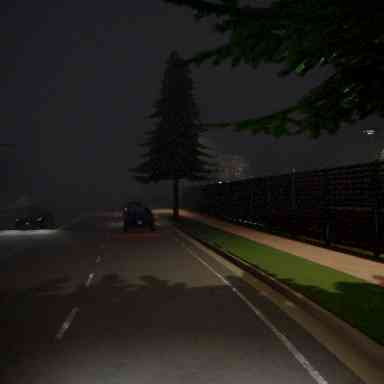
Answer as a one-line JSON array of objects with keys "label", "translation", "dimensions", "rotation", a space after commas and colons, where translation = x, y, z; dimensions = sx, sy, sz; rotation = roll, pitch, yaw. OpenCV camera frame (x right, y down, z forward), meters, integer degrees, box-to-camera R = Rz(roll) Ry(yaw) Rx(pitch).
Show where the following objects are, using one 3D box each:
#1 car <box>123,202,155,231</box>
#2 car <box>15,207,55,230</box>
[{"label": "car", "translation": [-3.619, 1.712, 22.467], "dimensions": [1.882, 1.535, 5.008], "rotation": [0, -1, -11]}, {"label": "car", "translation": [-11.257, 1.827, 24.102], "dimensions": [1.812, 1.442, 4.674], "rotation": [0, -1, -11]}]
